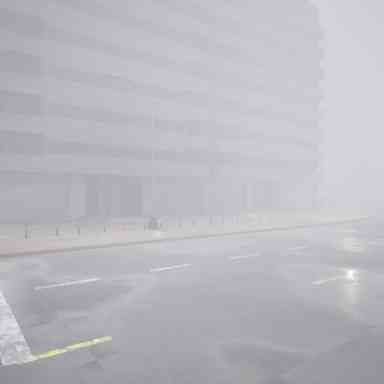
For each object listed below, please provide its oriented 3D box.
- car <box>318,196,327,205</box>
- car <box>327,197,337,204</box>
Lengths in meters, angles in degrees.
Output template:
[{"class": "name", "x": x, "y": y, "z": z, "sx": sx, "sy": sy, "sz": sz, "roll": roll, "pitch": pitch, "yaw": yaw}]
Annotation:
[{"class": "car", "x": 21.495, "y": 1.511, "z": 60.758, "sx": 1.882, "sy": 1.535, "sz": 5.008, "roll": 0, "pitch": 0, "yaw": -24}, {"class": "car", "x": 24.694, "y": 1.560, "z": 62.179, "sx": 1.837, "sy": 1.490, "sz": 4.892, "roll": 0, "pitch": 0, "yaw": -24}]
